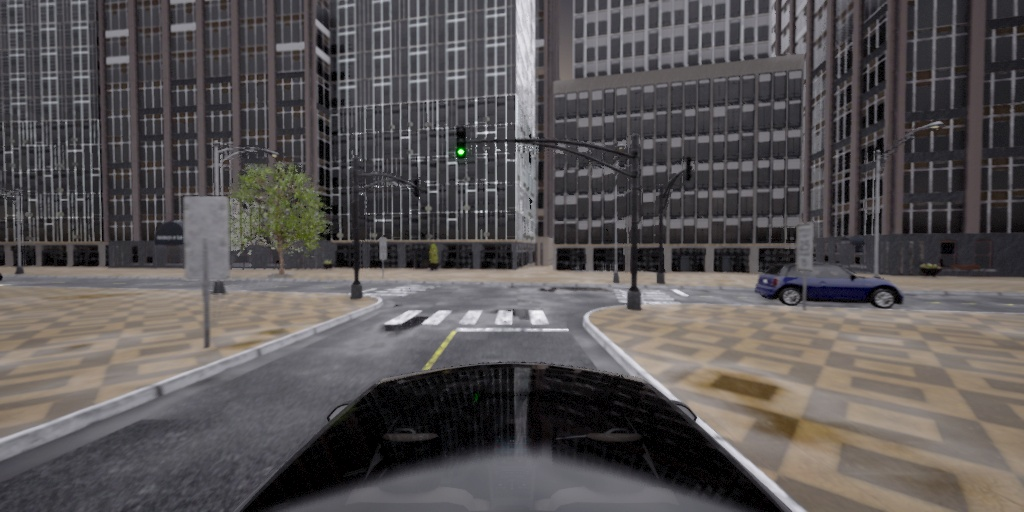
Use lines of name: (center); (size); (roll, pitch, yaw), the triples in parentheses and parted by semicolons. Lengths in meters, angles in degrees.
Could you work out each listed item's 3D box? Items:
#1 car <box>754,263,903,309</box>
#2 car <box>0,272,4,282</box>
car: (12.819, 1.088, 14.741); (4.553, 1.767, 2.097); (0, 1, 14)
car: (-37.373, 1.165, 24.284); (4.674, 1.442, 1.812); (0, 1, 8)
